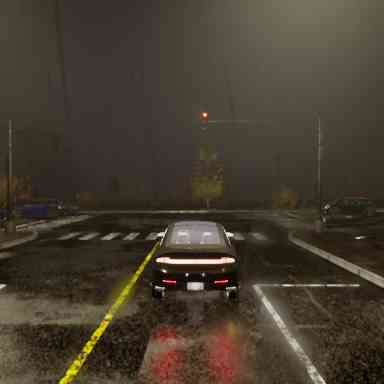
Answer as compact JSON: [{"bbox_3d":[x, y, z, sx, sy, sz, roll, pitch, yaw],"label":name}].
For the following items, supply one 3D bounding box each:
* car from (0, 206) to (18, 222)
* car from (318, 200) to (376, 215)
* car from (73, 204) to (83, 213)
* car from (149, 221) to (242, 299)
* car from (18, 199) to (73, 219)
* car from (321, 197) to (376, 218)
[{"bbox_3d":[-16.380,1.709,25.414,4.718,1.301,1.895,0,1,1],"label":"car"},{"bbox_3d":[14.752,1.423,31.820,4.718,1.301,1.895,0,1,-2],"label":"car"},{"bbox_3d":[-13.397,1.550,32.084,5.357,1.411,2.033,0,1,1],"label":"car"},{"bbox_3d":[0.084,1.488,8.436,2.128,1.511,4.902,0,0,1],"label":"car"},{"bbox_3d":[-13.187,1.395,28.835,4.553,1.767,2.097,0,1,0],"label":"car"},{"bbox_3d":[13.147,1.226,28.539,4.553,1.767,2.097,0,1,-1],"label":"car"}]
